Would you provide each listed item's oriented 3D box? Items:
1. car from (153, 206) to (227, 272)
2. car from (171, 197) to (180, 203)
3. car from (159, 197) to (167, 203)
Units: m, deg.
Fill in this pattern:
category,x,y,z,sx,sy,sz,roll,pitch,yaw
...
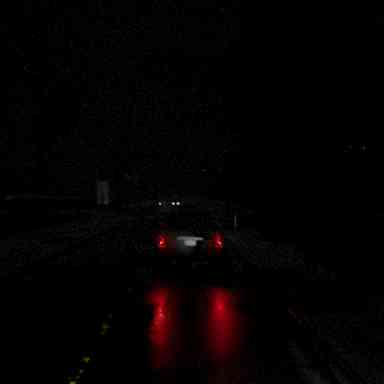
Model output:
category,x,y,z,sx,sy,sz,roll,pitch,yaw
car,-0.065,1.432,11.228,2.097,1.767,4.553,0,0,-1
car,-4.144,2.055,84.887,1.994,1.385,4.181,0,0,-1
car,-7.394,2.042,84.839,1.994,1.385,4.181,0,0,-1
